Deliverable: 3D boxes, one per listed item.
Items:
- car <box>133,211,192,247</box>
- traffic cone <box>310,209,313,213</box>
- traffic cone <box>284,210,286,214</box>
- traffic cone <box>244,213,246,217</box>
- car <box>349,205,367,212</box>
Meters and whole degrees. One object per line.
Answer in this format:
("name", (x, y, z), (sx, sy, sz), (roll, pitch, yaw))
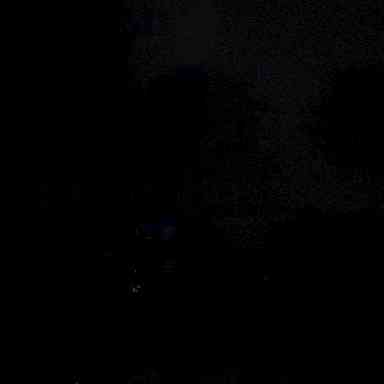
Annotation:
("car", (-1.312, 1.714, 16.495), (1.882, 1.535, 5.008), (-1, -1, 11))
("traffic cone", (22.384, 3.553, 62.305), (0.340, 0.580, 0.340), (2, -4, -44))
("traffic cone", (15.364, 3.271, 54.739), (0.340, 0.580, 0.340), (-3, -3, 39))
("traffic cone", (6.659, 2.879, 41.957), (0.340, 0.580, 0.340), (-2, -2, 29))
("car", (34.603, 3.485, 69.279), (4.892, 1.490, 1.837), (3, -5, -34))
